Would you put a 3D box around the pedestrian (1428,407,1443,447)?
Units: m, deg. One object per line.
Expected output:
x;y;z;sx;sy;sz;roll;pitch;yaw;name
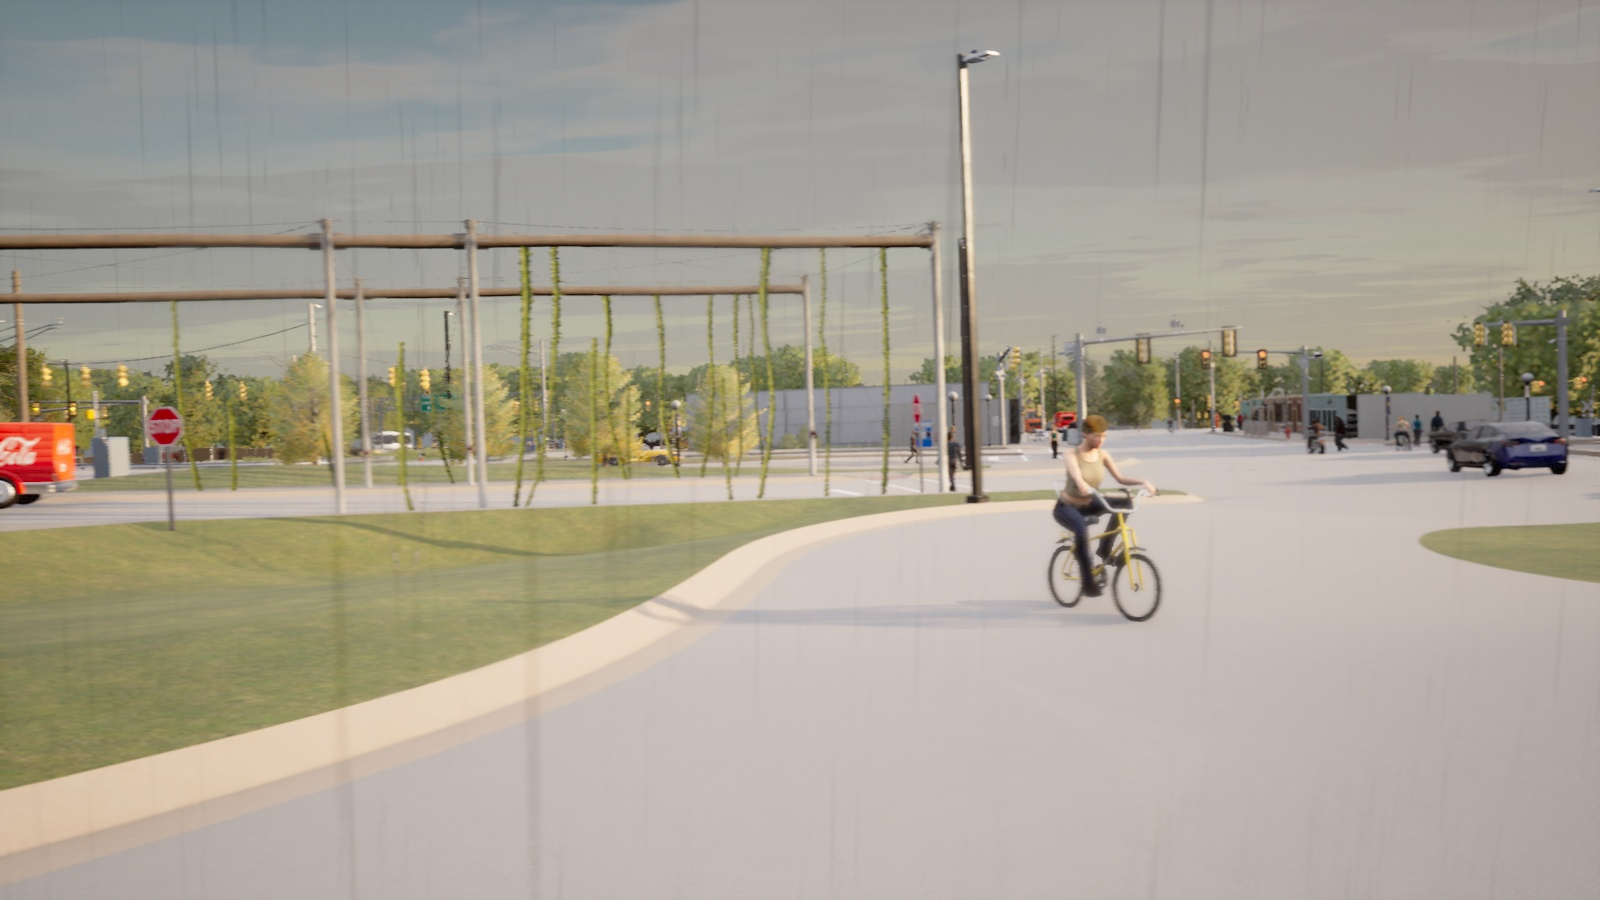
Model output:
29.636;-1.060;58.565;0.370;1.835;0.726;-2;2;12;pedestrian

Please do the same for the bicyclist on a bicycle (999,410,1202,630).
2.360;0.515;10.039;0.866;1.612;1.509;0;0;-22;bicyclist on a bicycle

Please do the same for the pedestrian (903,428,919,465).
5.683;-0.200;64.066;0.720;1.854;0.376;-2;2;9;pedestrian

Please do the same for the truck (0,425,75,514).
-24.106;0.541;36.027;5.204;2.467;2.627;-1;1;-16;truck

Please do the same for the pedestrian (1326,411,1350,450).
26.081;-0.929;60.888;0.899;1.844;0.634;-2;2;6;pedestrian

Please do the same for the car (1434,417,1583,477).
20.016;-0.132;35.747;2.163;1.488;4.792;-3;1;10;car

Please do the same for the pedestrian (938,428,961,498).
4.254;0.354;35.802;0.423;1.949;0.788;-3;2;-5;pedestrian

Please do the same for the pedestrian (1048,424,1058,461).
12.641;-0.368;62.714;0.345;1.836;0.594;-2;2;1;pedestrian

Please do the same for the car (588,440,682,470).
-10.035;0.283;76.674;5.366;1.575;1.801;-2;1;5;car

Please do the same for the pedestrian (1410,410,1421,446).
33.602;-1.187;68.551;0.396;1.930;0.692;-2;2;16;pedestrian

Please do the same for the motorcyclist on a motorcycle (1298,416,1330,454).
23.178;-0.669;56.670;0.766;1.649;2.350;-2;0;8;motorcyclist on a motorcycle

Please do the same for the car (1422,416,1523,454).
25.511;-0.579;47.826;1.895;1.301;4.718;-3;1;9;car
